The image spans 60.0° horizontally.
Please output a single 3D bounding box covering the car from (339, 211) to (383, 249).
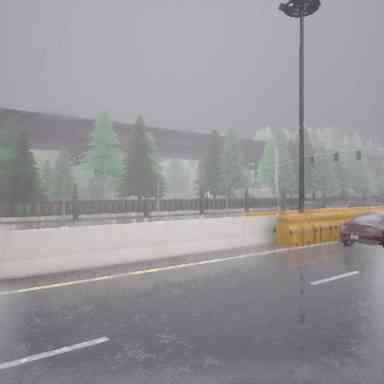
[{"bbox_3d":[7.989,1.532,13.867,4.674,1.442,1.812,0,0,-35],"label":"car"}]

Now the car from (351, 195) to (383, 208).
[{"bbox_3d":[16.309,1.325,28.400,5.566,2.045,2.150,0,0,-35],"label":"car"}]

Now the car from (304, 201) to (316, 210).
[{"bbox_3d":[12.269,1.601,34.116,5.357,1.411,2.033,0,0,-35],"label":"car"}]

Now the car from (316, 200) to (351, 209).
[{"bbox_3d":[14.301,1.519,31.267,4.902,1.511,2.128,0,0,-35],"label":"car"}]
